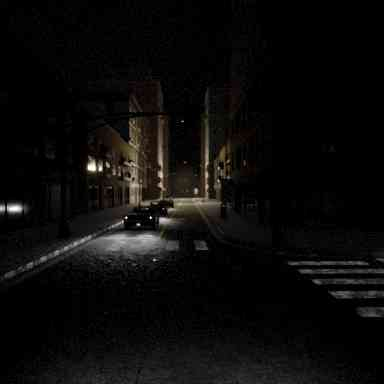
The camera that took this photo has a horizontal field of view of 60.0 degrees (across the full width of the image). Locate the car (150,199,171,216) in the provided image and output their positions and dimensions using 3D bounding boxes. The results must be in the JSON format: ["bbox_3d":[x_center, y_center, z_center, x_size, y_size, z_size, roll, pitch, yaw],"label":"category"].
[{"bbox_3d":[-3.331,1.591,31.917,1.895,1.301,4.718,0,0,-1],"label":"car"}]

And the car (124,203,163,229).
[{"bbox_3d":[-3.180,1.596,21.741,1.895,1.301,4.718,0,0,-1],"label":"car"}]

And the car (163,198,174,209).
[{"bbox_3d":[-3.504,1.542,45.761,1.994,1.385,4.181,0,0,0],"label":"car"}]
